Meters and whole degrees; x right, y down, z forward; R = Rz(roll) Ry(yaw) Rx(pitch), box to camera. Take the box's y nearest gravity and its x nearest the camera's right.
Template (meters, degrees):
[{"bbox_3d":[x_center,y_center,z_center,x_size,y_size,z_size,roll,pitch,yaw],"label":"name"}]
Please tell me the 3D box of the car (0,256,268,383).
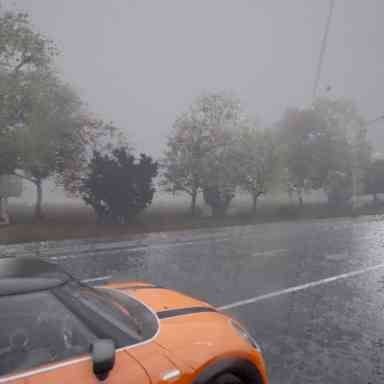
[{"bbox_3d":[-1.493,1.352,2.681,4.553,1.767,2.097,0,0,-35],"label":"car"}]
